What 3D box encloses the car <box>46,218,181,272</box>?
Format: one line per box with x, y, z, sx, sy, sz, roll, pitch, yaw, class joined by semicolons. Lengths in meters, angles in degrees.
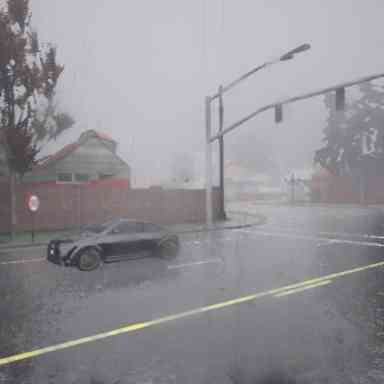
-2.428;1.563;10.824;4.181;1.385;1.994;0;0;-35;car
